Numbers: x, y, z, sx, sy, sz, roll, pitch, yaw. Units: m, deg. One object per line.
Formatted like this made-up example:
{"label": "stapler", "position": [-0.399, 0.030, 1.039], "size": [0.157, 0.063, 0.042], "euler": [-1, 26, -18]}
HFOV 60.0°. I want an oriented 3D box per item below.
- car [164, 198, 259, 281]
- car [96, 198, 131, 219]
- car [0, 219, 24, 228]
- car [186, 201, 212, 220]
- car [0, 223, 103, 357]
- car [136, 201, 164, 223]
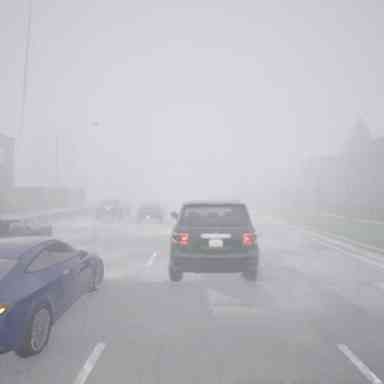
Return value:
{"label": "car", "position": [0.527, 1.196, 9.937], "size": [2.150, 2.045, 5.566], "euler": [0, 0, 0]}
{"label": "car", "position": [-6.459, 1.279, 27.871], "size": [2.097, 1.767, 4.553], "euler": [0, 0, 0]}
{"label": "car", "position": [-6.471, 1.571, 11.229], "size": [1.895, 1.301, 4.718], "euler": [0, 0, 0]}
{"label": "car", "position": [0.541, 1.492, 28.017], "size": [1.994, 1.385, 4.181], "euler": [0, 0, 0]}
{"label": "car", "position": [-2.976, 1.510, 5.860], "size": [1.812, 1.442, 4.674], "euler": [0, 0, 0]}
{"label": "car", "position": [-2.961, 1.440, 24.923], "size": [1.837, 1.490, 4.892], "euler": [0, 0, 0]}
